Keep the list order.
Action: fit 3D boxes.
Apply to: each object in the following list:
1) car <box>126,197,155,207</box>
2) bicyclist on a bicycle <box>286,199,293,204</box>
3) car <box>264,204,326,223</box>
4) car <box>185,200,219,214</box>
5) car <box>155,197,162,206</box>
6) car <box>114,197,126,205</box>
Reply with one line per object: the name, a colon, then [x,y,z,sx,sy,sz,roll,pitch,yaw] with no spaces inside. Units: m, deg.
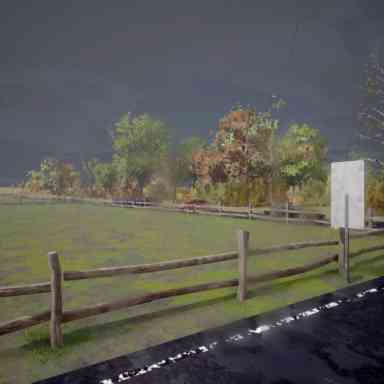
car: [-7.707,1.608,49.295,1.994,1.385,4.181,0,0,-34]
bicyclist on a bicycle: [9.956,1.491,34.192,1.656,1.620,0.582,0,0,-35]
car: [8.081,1.628,26.406,1.895,1.301,4.718,0,0,-35]
car: [0.989,1.567,36.664,1.812,1.442,4.674,0,0,-35]
car: [-6.594,1.525,52.714,1.882,1.535,5.008,0,0,-34]
car: [-12.540,1.590,61.227,2.033,1.411,5.357,0,0,-35]
